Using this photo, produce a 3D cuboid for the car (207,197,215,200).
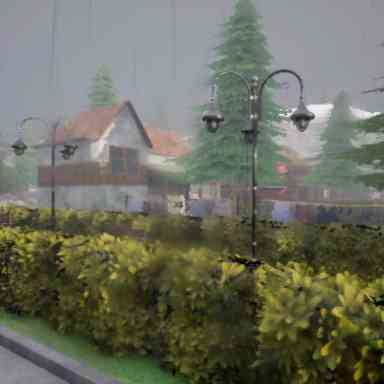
[{"bbox_3d":[4.894,1.687,63.136,5.357,1.411,2.033,0,0,-40],"label":"car"}]
